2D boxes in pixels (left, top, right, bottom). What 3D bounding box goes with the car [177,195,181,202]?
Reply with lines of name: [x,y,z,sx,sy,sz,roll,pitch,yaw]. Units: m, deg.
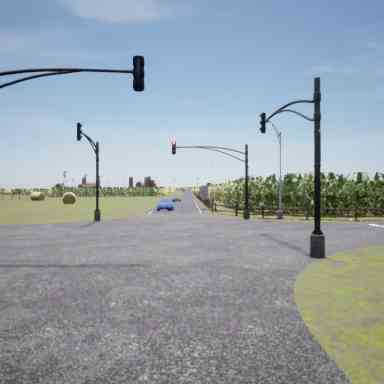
car: [-3.463,1.438,74.258,2.033,1.411,5.357,0,0,0]

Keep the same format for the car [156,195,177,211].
car: [-3.191,1.495,40.062,1.882,1.535,5.008,0,1,0]
